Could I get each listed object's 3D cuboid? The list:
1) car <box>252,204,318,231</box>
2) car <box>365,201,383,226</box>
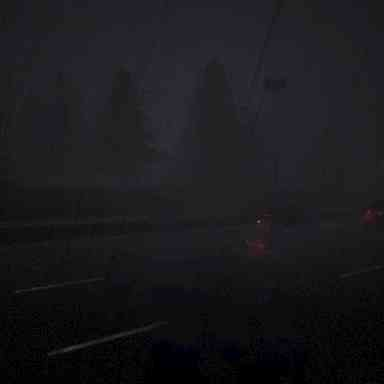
[{"bbox_3d":[5.927,1.514,20.867,4.892,1.490,1.837,-1,0,-35],"label":"car"},{"bbox_3d":[13.444,1.362,21.929,4.553,1.767,2.097,0,0,-35],"label":"car"}]
